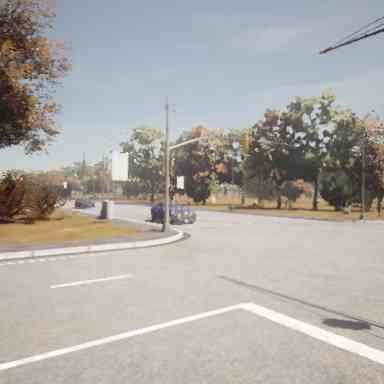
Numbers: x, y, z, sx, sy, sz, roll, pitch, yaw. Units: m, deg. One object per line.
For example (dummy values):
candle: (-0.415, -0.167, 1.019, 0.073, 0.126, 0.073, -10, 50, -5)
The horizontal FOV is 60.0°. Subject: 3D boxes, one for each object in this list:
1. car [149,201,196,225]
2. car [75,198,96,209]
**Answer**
car: (-1.552, 1.495, 25.934, 2.097, 1.767, 4.553, 1, -1, -32)
car: (-15.112, 1.625, 46.971, 1.837, 1.490, 4.892, 1, 0, -34)
